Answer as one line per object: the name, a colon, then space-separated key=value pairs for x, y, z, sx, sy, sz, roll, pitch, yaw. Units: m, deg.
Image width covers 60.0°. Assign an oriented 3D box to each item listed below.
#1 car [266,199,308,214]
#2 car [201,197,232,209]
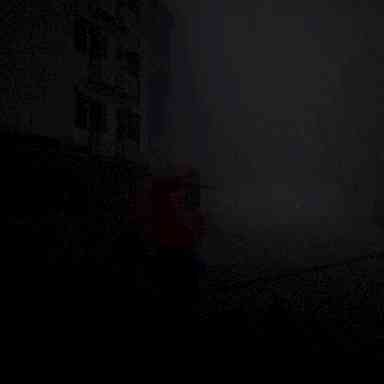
car: x=9.984 y=1.526 z=35.329 sx=1.812 sy=1.442 sz=4.674 roll=0 pitch=0 yaw=-36
car: x=3.273 y=1.478 z=44.700 sx=1.882 sy=1.535 sz=5.008 roll=0 pitch=0 yaw=-36
